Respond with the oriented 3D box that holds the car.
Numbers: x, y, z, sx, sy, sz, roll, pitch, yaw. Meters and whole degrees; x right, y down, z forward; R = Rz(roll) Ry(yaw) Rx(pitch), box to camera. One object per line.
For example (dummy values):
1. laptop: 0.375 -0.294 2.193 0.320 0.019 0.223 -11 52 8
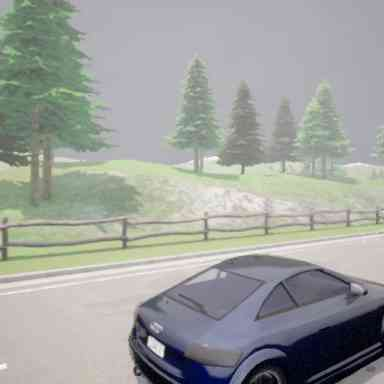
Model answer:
1. car: 1.254 1.598 4.635 4.181 1.385 1.994 1 0 -35
